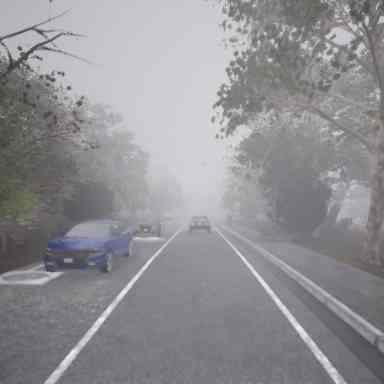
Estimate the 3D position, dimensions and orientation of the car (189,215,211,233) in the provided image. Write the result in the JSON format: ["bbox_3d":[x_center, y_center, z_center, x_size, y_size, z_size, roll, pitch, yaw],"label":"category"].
[{"bbox_3d":[0.690,2.785,29.405,2.033,1.411,5.357,0,-3,1],"label":"car"}]

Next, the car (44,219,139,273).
[{"bbox_3d":[-3.381,1.737,11.754,1.882,1.535,5.008,0,-2,1],"label":"car"}]

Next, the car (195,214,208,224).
[{"bbox_3d":[1.360,4.036,50.012,1.895,1.301,4.718,0,-3,0],"label":"car"}]

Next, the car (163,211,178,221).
[{"bbox_3d":[-2.699,2.943,39.667,1.882,1.535,5.008,0,-3,1],"label":"car"}]

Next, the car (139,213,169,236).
[{"bbox_3d":[-3.097,2.498,24.545,1.994,1.385,4.181,0,-3,2],"label":"car"}]
